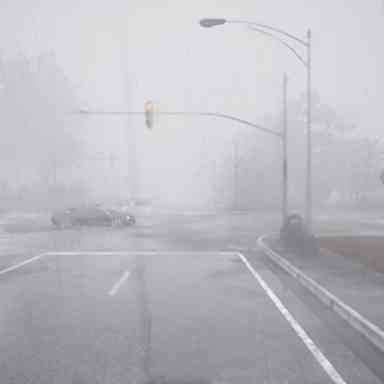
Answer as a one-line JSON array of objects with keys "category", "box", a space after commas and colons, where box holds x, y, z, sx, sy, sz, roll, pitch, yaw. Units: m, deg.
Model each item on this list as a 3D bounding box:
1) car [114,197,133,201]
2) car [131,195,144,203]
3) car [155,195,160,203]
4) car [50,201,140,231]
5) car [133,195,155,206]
[{"category": "car", "box": [-10.727, 1.440, 50.772, 1.812, 1.442, 4.674, 0, 0, 0]}, {"category": "car", "box": [-10.861, 1.365, 66.480, 1.812, 1.442, 4.674, 0, 0, -1]}, {"category": "car", "box": [-7.349, 1.388, 66.299, 2.033, 1.411, 5.357, 0, 0, -1]}, {"category": "car", "box": [-5.816, 1.476, 19.865, 4.902, 1.511, 2.128, 0, 0, -3]}, {"category": "car", "box": [-7.223, 1.477, 50.787, 1.994, 1.385, 4.181, 0, 0, 0]}]
